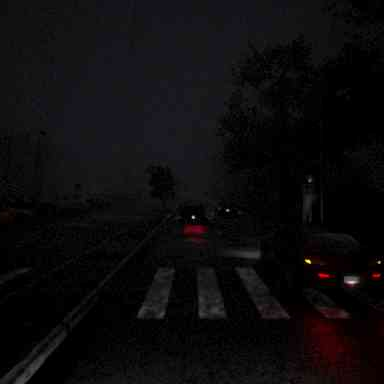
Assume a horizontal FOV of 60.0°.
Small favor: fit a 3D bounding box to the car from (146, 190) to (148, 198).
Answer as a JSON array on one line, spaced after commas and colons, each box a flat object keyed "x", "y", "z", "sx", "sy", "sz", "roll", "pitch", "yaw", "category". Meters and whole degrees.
[{"x": -13.843, "y": 0.751, "z": 81.060, "sx": 4.553, "sy": 1.767, "sz": 2.185, "roll": -1, "pitch": 0, "yaw": -20, "category": "car"}]

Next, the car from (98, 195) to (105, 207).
[{"x": -13.833, "y": 1.426, "z": 42.064, "sx": 4.674, "sy": 1.452, "sz": 2.002, "roll": -1, "pitch": 0, "yaw": -20, "category": "car"}]

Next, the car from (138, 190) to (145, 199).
[{"x": -13.841, "y": 0.716, "z": 72.047, "sx": 5.566, "sy": 2.045, "sz": 2.435, "roll": -1, "pitch": 1, "yaw": -20, "category": "car"}]

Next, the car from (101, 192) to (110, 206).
[{"x": -13.861, "y": 1.220, "z": 45.050, "sx": 4.553, "sy": 1.767, "sz": 2.185, "roll": -1, "pitch": 1, "yaw": -20, "category": "car"}]

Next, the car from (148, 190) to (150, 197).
[{"x": -13.815, "y": 0.851, "z": 84.071, "sx": 4.892, "sy": 1.521, "sz": 2.231, "roll": -1, "pitch": 0, "yaw": -20, "category": "car"}]

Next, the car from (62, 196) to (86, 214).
[{"x": -13.663, "y": 1.460, "z": 33.112, "sx": 5.366, "sy": 1.575, "sz": 1.946, "roll": -1, "pitch": 0, "yaw": -20, "category": "car"}]

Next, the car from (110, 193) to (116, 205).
[{"x": -13.830, "y": 1.344, "z": 48.063, "sx": 4.674, "sy": 1.452, "sz": 2.002, "roll": -1, "pitch": 1, "yaw": -20, "category": "car"}]

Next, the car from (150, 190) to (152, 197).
[{"x": -13.831, "y": 0.855, "z": 87.056, "sx": 4.792, "sy": 1.488, "sz": 2.163, "roll": -1, "pitch": 1, "yaw": -20, "category": "car"}]

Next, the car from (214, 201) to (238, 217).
[{"x": 3.096, "y": 1.550, "z": 30.925, "sx": 1.994, "sy": 1.385, "sz": 4.181, "roll": 0, "pitch": 0, "yaw": 0, "category": "car"}]

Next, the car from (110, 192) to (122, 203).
[{"x": -13.818, "y": 1.260, "z": 51.062, "sx": 5.008, "sy": 1.535, "sz": 2.097, "roll": -1, "pitch": 1, "yaw": -20, "category": "car"}]

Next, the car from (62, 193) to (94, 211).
[{"x": -13.862, "y": 1.192, "z": 36.037, "sx": 5.566, "sy": 2.045, "sz": 2.435, "roll": -1, "pitch": 1, "yaw": -20, "category": "car"}]

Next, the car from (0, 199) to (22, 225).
[{"x": -14.014, "y": 1.507, "z": 20.965, "sx": 5.366, "sy": 1.575, "sz": 1.946, "roll": -1, "pitch": 0, "yaw": -20, "category": "car"}]

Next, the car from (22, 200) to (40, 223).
[{"x": -13.845, "y": 1.543, "z": 24.038, "sx": 4.674, "sy": 1.452, "sz": 2.002, "roll": -1, "pitch": 0, "yaw": -20, "category": "car"}]

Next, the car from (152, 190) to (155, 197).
[{"x": -13.832, "y": 0.552, "z": 90.057, "sx": 5.566, "sy": 2.045, "sz": 2.435, "roll": -1, "pitch": 1, "yaw": -20, "category": "car"}]

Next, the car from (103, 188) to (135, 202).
[{"x": -13.800, "y": 0.872, "z": 60.078, "sx": 5.566, "sy": 2.045, "sz": 2.435, "roll": -1, "pitch": 1, "yaw": -20, "category": "car"}]

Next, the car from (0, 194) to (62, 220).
[{"x": -13.816, "y": 1.247, "z": 27.057, "sx": 5.566, "sy": 2.045, "sz": 2.435, "roll": -1, "pitch": 0, "yaw": -20, "category": "car"}]

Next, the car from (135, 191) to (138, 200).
[{"x": -13.645, "y": 1.074, "z": 63.133, "sx": 5.366, "sy": 1.575, "sz": 1.946, "roll": -1, "pitch": 1, "yaw": -20, "category": "car"}]

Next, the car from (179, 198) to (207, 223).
[{"x": 0.096, "y": 1.515, "z": 25.732, "sx": 1.837, "sy": 1.490, "sz": 4.892, "roll": 0, "pitch": 0, "yaw": 0, "category": "car"}]

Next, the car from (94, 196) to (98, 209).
[{"x": -13.858, "y": 1.445, "z": 39.039, "sx": 4.792, "sy": 1.488, "sz": 2.163, "roll": -1, "pitch": 1, "yaw": -20, "category": "car"}]

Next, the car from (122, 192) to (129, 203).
[{"x": -13.796, "y": 1.197, "z": 57.079, "sx": 4.792, "sy": 1.488, "sz": 2.163, "roll": -1, "pitch": 1, "yaw": -20, "category": "car"}]

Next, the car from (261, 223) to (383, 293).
[{"x": 3.098, "y": 1.537, "z": 8.760, "sx": 1.812, "sy": 1.442, "sz": 4.674, "roll": 0, "pitch": 0, "yaw": 0, "category": "car"}]
